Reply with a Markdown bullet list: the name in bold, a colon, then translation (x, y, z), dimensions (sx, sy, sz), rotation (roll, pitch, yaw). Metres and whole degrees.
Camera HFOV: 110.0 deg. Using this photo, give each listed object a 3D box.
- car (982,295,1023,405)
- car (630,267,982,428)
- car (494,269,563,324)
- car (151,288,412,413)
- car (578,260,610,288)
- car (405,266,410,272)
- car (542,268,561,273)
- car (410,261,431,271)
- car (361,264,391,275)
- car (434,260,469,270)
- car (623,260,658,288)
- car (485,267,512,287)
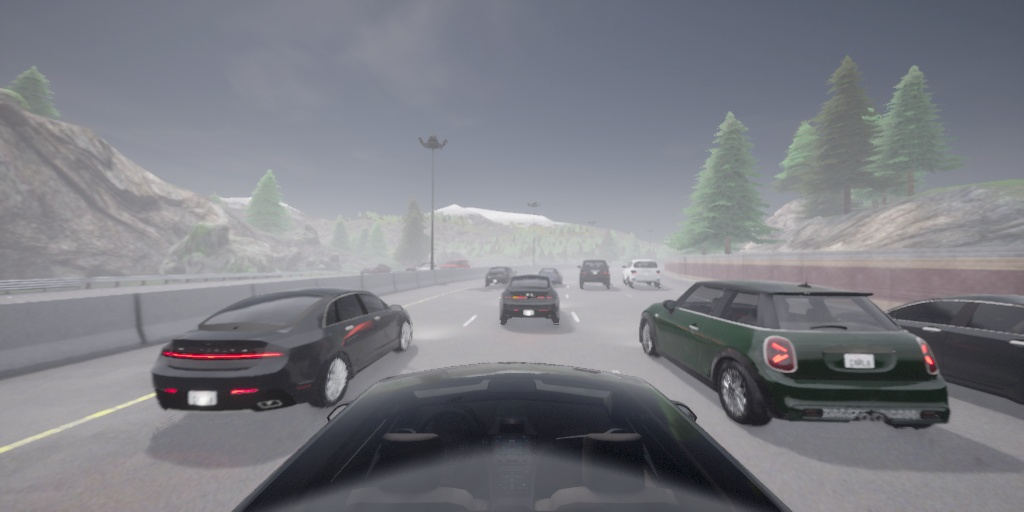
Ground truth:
- **car**: translation (7.237, 1.327, 5.371), dimensions (1.837, 1.490, 4.892), rotation (0, -1, 1)
- **car**: translation (3.770, 1.167, 5.955), dimensions (2.097, 1.767, 4.553), rotation (0, -1, 2)
- **car**: translation (0.664, 1.385, 12.560), dimensions (1.837, 1.490, 4.892), rotation (0, -1, 5)
- **car**: translation (-3.227, 1.295, 6.247), dimensions (1.837, 1.490, 4.892), rotation (0, -1, 2)
- **car**: translation (6.203, 1.297, 27.187), dimensions (2.150, 2.045, 5.566), rotation (0, -1, 11)
- **car**: translation (-13.112, 1.625, 50.508), dimensions (2.097, 1.767, 4.553), rotation (0, -1, 18)
- **car**: translation (2.981, 1.645, 28.721), dimensions (1.994, 1.385, 4.181), rotation (0, -1, 11)
- **car**: translation (-10.748, 1.761, 46.451), dimensions (1.812, 1.442, 4.674), rotation (0, -1, 17)
- **car**: translation (-17.813, 1.742, 47.204), dimensions (1.812, 1.442, 4.674), rotation (0, -1, 17)
- **car**: translation (-7.316, 1.463, 45.786), dimensions (2.150, 2.045, 5.566), rotation (0, -1, 17)
- **car**: translation (9.833, 1.315, 27.476), dimensions (2.150, 2.045, 5.566), rotation (0, -1, 11)
- **car**: translation (-0.754, 1.561, 27.904), dimensions (1.837, 1.490, 4.892), rotation (0, -1, 11)
